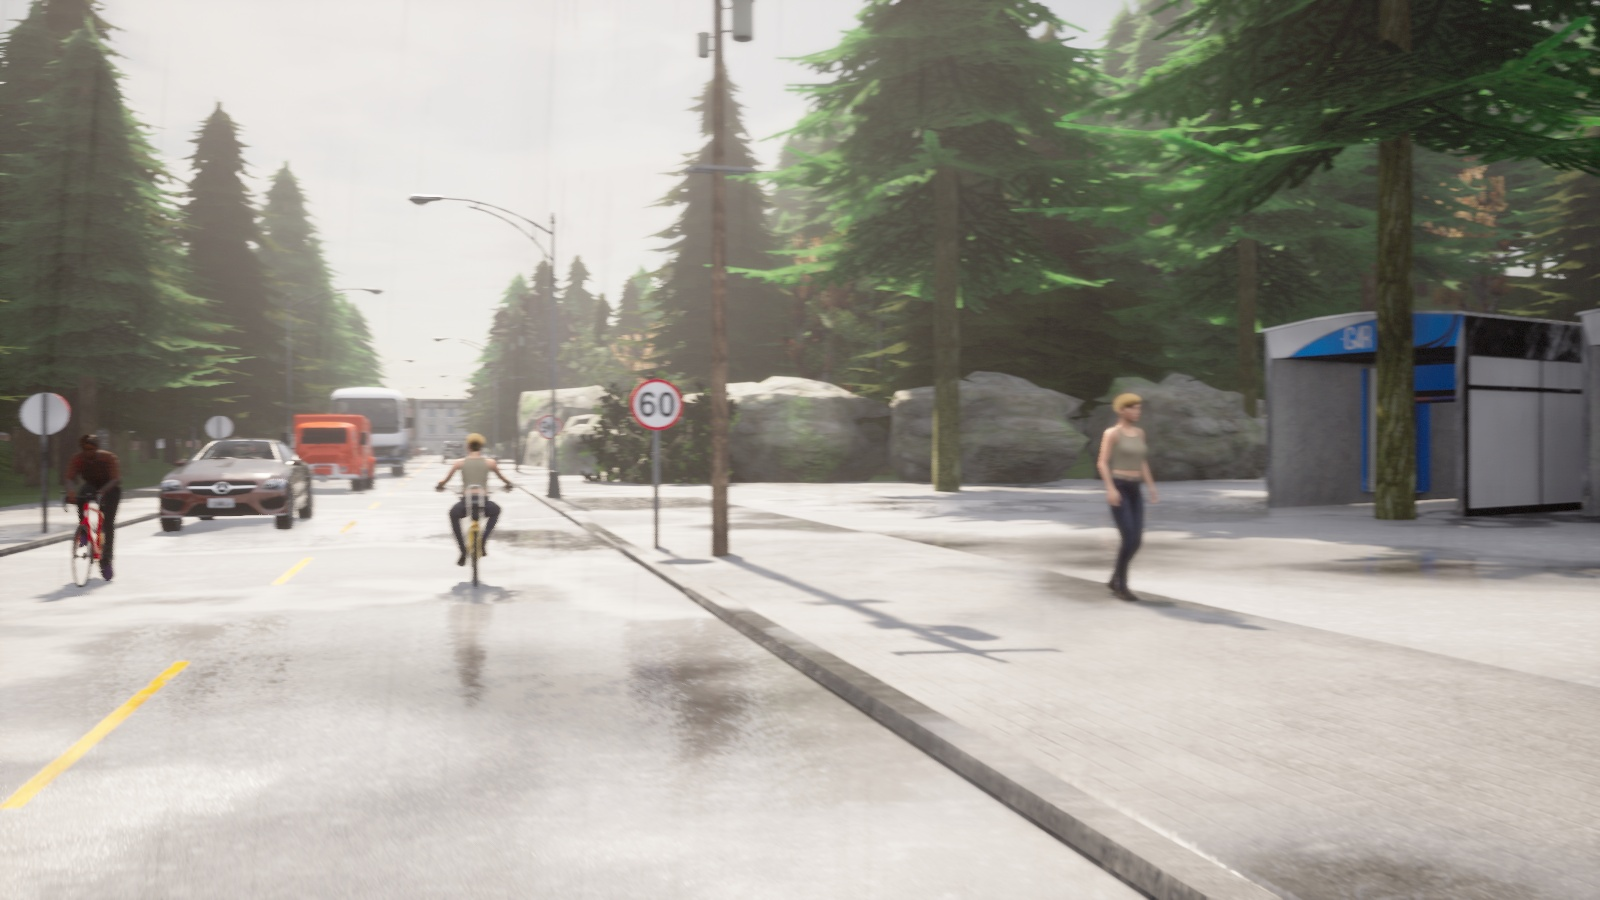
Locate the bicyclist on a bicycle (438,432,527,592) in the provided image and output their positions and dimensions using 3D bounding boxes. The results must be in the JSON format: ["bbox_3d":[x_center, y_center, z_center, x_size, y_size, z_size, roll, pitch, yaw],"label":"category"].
[{"bbox_3d":[-3.418,0.618,13.497,0.866,1.612,1.509,0,0,-15],"label":"bicyclist on a bicycle"}]

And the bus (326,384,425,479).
[{"bbox_3d":[-20.507,-0.911,61.293,3.944,4.253,10.273,0,1,-15],"label":"bus"}]

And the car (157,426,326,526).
[{"bbox_3d":[-10.283,0.421,23.544,2.152,1.651,5.027,0,0,-15],"label":"car"}]

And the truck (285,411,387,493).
[{"bbox_3d":[-14.985,0.090,40.867,2.627,2.467,5.204,0,-1,-15],"label":"truck"}]

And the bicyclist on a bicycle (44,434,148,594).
[{"bbox_3d":[-7.576,0.642,13.576,0.582,1.620,1.656,0,1,-15],"label":"bicyclist on a bicycle"}]

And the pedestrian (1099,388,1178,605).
[{"bbox_3d":[2.950,0.392,10.957,0.345,1.836,0.594,0,0,-31],"label":"pedestrian"}]
